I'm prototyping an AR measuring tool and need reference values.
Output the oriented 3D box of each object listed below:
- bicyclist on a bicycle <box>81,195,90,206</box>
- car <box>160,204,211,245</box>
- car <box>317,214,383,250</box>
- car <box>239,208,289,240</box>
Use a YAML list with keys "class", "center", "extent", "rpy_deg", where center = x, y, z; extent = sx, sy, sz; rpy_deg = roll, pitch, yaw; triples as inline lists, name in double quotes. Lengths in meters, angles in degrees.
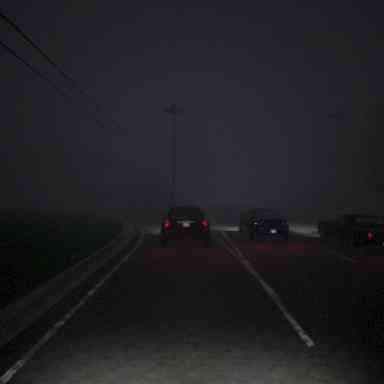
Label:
- class: "bicyclist on a bicycle"
  center: [-15.933, 1.315, 49.979]
  extent: [0.582, 1.620, 1.656]
  rpy_deg: [0, 0, 34]
- class: "car"
  center: [-0.434, 1.357, 15.650]
  extent: [2.097, 1.767, 4.553]
  rpy_deg: [0, 0, -5]
- class: "car"
  center: [7.097, 1.605, 14.348]
  extent: [1.895, 1.301, 4.718]
  rpy_deg: [0, 0, 0]
- class: "car"
  center: [3.586, 1.531, 16.956]
  extent: [1.812, 1.442, 4.674]
  rpy_deg: [0, 0, 0]
